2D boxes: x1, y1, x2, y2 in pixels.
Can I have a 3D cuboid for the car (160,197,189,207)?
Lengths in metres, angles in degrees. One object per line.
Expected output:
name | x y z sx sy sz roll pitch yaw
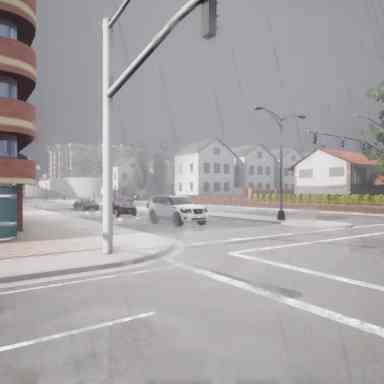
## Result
car | -2.896 1.547 52.788 2.033 1.411 5.357 0 0 -35

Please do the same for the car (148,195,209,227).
car | -1.110 1.221 23.468 2.150 2.045 5.566 0 0 -35

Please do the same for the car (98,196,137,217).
car | -7.013 1.476 32.010 1.882 1.535 5.008 0 0 -34

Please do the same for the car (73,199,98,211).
car | -13.053 1.547 40.772 2.033 1.411 5.357 0 0 -35
